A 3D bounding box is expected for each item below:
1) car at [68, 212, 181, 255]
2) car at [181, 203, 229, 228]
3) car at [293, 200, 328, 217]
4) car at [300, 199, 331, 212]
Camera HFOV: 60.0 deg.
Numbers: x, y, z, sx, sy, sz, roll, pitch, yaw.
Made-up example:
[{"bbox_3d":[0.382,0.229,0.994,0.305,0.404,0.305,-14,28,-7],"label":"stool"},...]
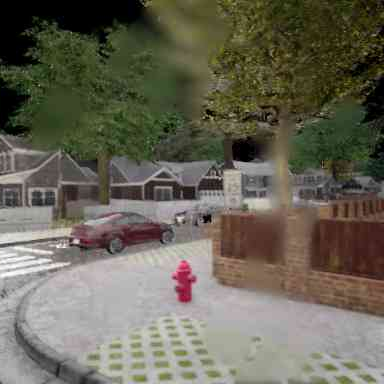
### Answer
[{"bbox_3d":[-2.686,1.532,13.376,1.812,1.442,4.674,-2,-1,35],"label":"car"},{"bbox_3d":[0.729,1.535,22.726,2.128,1.511,4.902,-1,-1,38],"label":"car"},{"bbox_3d":[10.267,1.456,30.018,2.128,1.511,4.902,-1,-1,39],"label":"car"},{"bbox_3d":[14.916,1.590,40.114,1.895,1.301,4.718,-1,-1,41],"label":"car"}]
